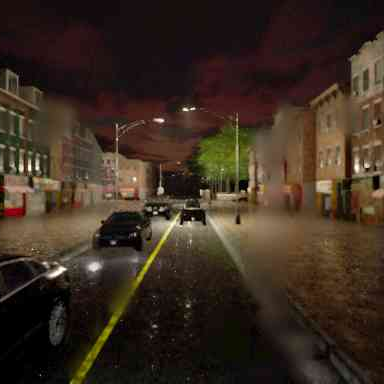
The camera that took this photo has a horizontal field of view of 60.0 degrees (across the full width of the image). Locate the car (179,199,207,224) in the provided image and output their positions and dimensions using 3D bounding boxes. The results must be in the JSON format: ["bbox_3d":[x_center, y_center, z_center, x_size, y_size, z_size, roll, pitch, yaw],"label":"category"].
[{"bbox_3d":[0.078,1.544,24.889,1.837,1.490,4.892,0,1,0],"label":"car"}]

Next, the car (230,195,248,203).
[{"bbox_3d":[11.734,1.610,79.524,5.009,1.841,2.192,1,-1,0],"label":"car"}]

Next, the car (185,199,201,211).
[{"bbox_3d":[0.098,1.631,43.340,1.994,1.385,4.181,0,0,0],"label":"car"}]

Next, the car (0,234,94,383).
[{"bbox_3d":[-2.843,1.496,3.450,2.128,1.511,4.902,0,0,0],"label":"car"}]

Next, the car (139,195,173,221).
[{"bbox_3d":[-2.809,1.264,28.081,2.150,2.045,5.566,0,0,0],"label":"car"}]

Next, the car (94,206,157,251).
[{"bbox_3d":[-2.800,1.546,14.271,1.812,1.442,4.674,0,0,1],"label":"car"}]

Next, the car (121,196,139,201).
[{"bbox_3d":[-14.698,1.555,79.617,4.507,1.381,1.887,1,-1,0],"label":"car"}]
